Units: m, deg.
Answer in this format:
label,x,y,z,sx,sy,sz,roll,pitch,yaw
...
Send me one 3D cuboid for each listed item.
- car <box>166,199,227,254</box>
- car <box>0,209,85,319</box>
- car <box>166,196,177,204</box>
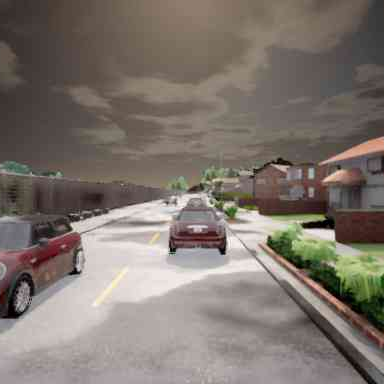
label,x,y,z,sx,sy,sz,roll,pitch,yaw
car,0.223,1.355,13.738,2.097,1.767,4.553,0,0,0
car,-4.042,1.341,7.351,2.097,1.767,4.553,0,0,1
car,-3.483,1.490,57.554,2.128,1.511,4.902,0,0,1
